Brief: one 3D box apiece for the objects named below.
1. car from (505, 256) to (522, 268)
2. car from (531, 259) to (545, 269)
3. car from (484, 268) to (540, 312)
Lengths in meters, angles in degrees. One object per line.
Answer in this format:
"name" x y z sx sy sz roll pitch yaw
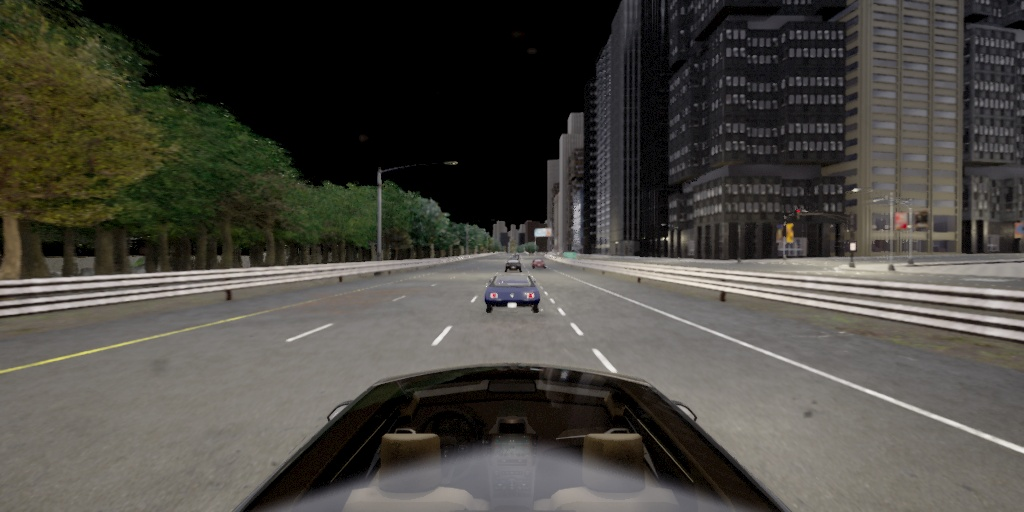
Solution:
"car" 0.171 1.096 42.504 1.882 1.535 5.008 0 0 0
"car" 3.872 1.101 52.956 1.812 1.442 4.674 0 1 1
"car" 0.014 1.330 14.013 1.895 1.301 4.718 0 0 0
